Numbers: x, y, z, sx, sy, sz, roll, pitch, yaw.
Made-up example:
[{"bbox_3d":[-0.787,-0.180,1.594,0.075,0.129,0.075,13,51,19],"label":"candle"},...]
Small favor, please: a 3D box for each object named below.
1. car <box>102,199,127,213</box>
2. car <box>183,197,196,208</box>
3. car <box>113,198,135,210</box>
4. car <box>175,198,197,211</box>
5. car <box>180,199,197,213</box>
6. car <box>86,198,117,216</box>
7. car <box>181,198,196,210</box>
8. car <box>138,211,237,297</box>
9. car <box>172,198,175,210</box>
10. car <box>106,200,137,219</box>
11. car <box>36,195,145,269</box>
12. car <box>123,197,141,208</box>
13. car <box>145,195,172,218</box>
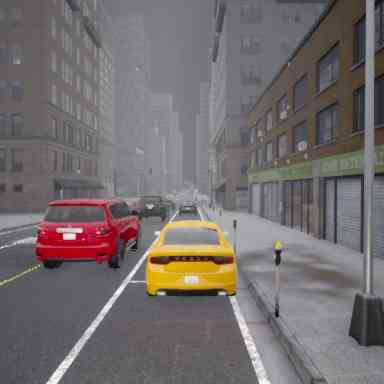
[{"bbox_3d":[-8.918,1.567,38.589,1.947,1.339,4.313,-1,0,0],"label":"car"},{"bbox_3d":[-0.394,1.550,49.600,1.887,1.381,4.507,-1,0,0],"label":"car"},{"bbox_3d":[-8.918,1.554,44.095,2.008,1.369,4.403,-1,0,0],"label":"car"},{"bbox_3d":[-0.393,1.565,33.084,1.947,1.339,4.313,-1,0,0],"label":"car"},{"bbox_3d":[-0.393,1.546,38.589,1.887,1.381,4.507,-1,0,0],"label":"car"},{"bbox_3d":[-8.920,1.440,33.084,1.967,1.590,4.097,-1,0,0],"label":"car"},{"bbox_3d":[-0.393,1.548,44.094,1.887,1.381,4.507,-1,0,0],"label":"car"},{"bbox_3d":[-0.005,1.476,8.651,1.882,1.535,5.008,0,0,0],"label":"car"},{"bbox_3d":[-3.057,1.507,43.082,1.837,1.490,4.892,0,0,0],"label":"car"},{"bbox_3d":[-6.240,1.524,29.999,1.812,1.442,4.674,0,0,0],"label":"car"},{"bbox_3d":[-3.147,1.221,11.222,2.150,2.045,5.566,0,0,0],"label":"car"},{"bbox_3d":[-8.918,1.550,49.600,1.887,1.381,4.507,-1,0,0],"label":"car"},{"bbox_3d":[-3.057,1.222,26.968,2.150,2.045,5.566,0,0,0],"label":"car"}]
